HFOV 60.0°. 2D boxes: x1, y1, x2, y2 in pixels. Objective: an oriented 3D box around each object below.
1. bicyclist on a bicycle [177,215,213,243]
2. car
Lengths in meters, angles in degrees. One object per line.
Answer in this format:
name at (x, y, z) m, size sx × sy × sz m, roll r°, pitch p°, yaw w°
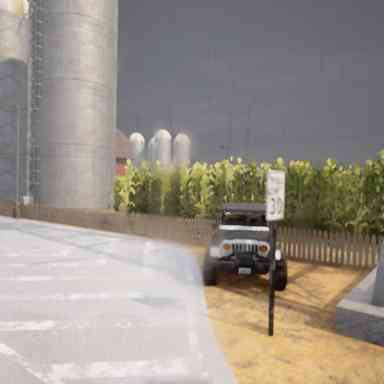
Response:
bicyclist on a bicycle at (0.305, 1.503, 14.148) m, size 1.620 × 0.582 × 1.656 m, roll -11°, pitch 48°, yaw -33°
car at (1.393, 1.291, 9.085) m, size 1.905 × 1.878 × 3.866 m, roll 1°, pitch 1°, yaw 7°
